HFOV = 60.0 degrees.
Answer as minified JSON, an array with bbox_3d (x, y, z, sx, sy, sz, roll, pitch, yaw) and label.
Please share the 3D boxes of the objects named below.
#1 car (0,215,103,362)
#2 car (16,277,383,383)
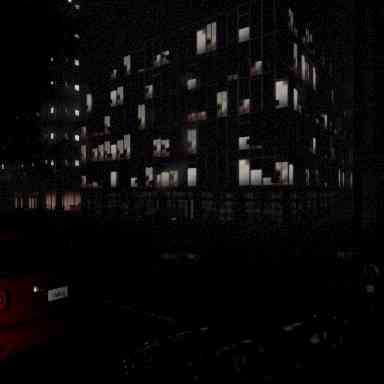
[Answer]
[{"bbox_3d":[-3.569,1.315,5.428,5.009,1.841,2.192,0,0,36],"label":"car"},{"bbox_3d":[0.925,1.566,2.218,4.313,1.339,1.947,0,0,36],"label":"car"}]
